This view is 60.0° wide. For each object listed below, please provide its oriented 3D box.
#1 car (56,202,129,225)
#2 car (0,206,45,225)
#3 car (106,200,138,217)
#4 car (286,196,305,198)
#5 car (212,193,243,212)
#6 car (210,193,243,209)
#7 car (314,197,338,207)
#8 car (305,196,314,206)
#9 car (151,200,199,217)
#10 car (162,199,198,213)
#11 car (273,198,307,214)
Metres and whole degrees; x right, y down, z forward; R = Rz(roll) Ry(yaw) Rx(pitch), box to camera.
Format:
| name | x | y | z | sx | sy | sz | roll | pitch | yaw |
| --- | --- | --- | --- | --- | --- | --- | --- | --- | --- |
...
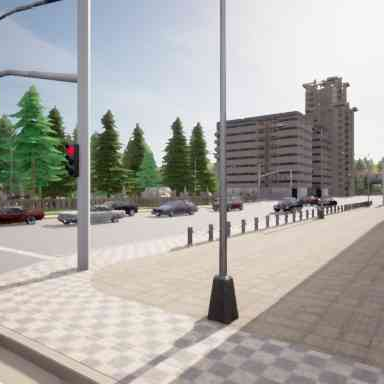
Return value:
| name | x | y | z | sx | sy | sz | roll | pitch | yaw |
| --- | --- | --- | --- | --- | --- | --- | --- | --- | --- |
| car | -7.103 | 1.601 | 23.703 | 1.895 | 1.301 | 4.718 | 0 | 0 | 35 |
| car | -12.527 | 1.601 | 22.200 | 1.895 | 1.301 | 4.718 | 0 | 0 | 37 |
| car | -7.044 | 1.478 | 29.821 | 1.882 | 1.535 | 5.008 | 0 | 0 | 36 |
| car | 13.785 | 1.505 | 46.668 | 1.837 | 1.490 | 4.892 | 0 | 0 | 36 |
| car | 4.304 | 1.352 | 39.699 | 2.097 | 1.767 | 4.553 | 0 | 0 | 36 |
| car | 4.951 | 1.221 | 46.594 | 2.150 | 2.045 | 5.566 | 0 | 0 | 36 |
| car | 20.427 | 1.547 | 49.964 | 2.033 | 1.411 | 5.357 | 0 | 0 | 35 |
| car | 19.073 | 1.352 | 54.098 | 2.097 | 1.767 | 4.553 | 0 | 0 | 35 |
| car | -1.502 | 1.547 | 31.563 | 2.033 | 1.411 | 5.357 | 0 | 0 | 36 |
| car | -1.298 | 1.564 | 37.891 | 1.994 | 1.385 | 4.181 | 0 | 0 | 35 |
| car | 10.536 | 1.600 | 36.066 | 1.895 | 1.301 | 4.718 | 0 | 0 | 35 |
